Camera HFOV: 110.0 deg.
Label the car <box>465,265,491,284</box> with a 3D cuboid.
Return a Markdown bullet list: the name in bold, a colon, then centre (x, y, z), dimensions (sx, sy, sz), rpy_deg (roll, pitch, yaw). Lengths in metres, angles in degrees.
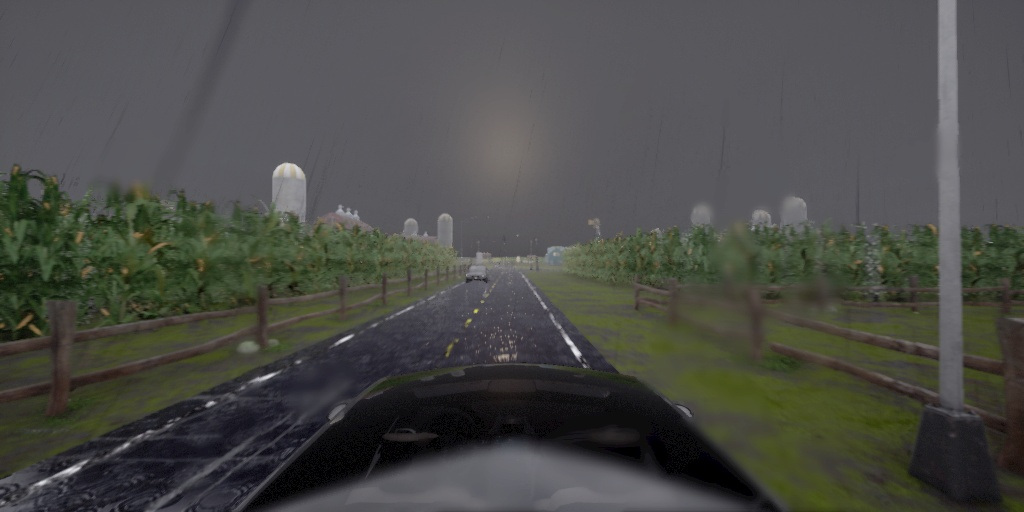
- **car**: centre (-2.844, 1.531, 30.611), dimensions (1.837, 1.490, 4.892), rpy_deg (0, -1, 0)
